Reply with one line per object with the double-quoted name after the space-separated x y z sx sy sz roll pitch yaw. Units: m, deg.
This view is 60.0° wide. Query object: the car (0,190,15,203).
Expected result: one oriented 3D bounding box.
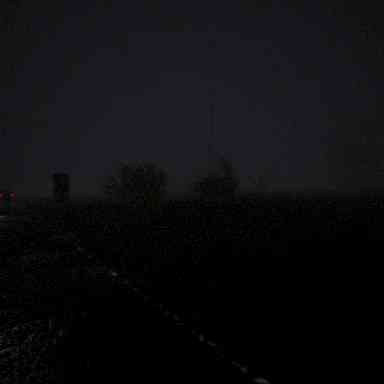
-28.760 0.638 51.497 2.150 2.045 5.566 -2 1 -30 "car"
